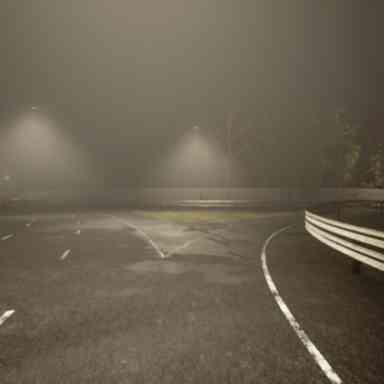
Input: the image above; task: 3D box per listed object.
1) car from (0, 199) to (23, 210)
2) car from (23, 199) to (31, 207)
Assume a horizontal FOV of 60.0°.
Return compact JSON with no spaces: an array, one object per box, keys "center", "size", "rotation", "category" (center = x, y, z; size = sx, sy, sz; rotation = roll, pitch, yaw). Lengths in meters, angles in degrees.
[{"center":[-26.460,1.823,48.390],"size":[1.812,1.442,4.674],"rotation":[0,0,-38],"category":"car"},{"center":[-29.354,1.881,57.854],"size":[1.812,1.442,4.674],"rotation":[0,-1,-40],"category":"car"}]
